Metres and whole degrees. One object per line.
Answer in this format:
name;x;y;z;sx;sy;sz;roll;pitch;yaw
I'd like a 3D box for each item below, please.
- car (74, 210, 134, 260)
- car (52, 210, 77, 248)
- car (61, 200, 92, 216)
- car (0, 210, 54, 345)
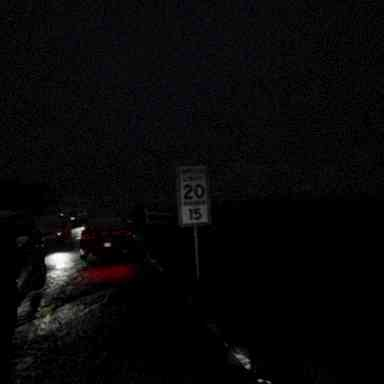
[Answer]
car;-3.488;1.676;13.721;1.882;1.535;5.008;-3;0;-14
car;-7.080;1.920;16.582;1.812;1.442;4.674;-3;0;-14
car;-9.972;1.784;28.927;2.150;2.045;5.566;-3;0;-12
car;-4.436;1.464;6.754;2.150;2.045;5.566;-3;0;-16
